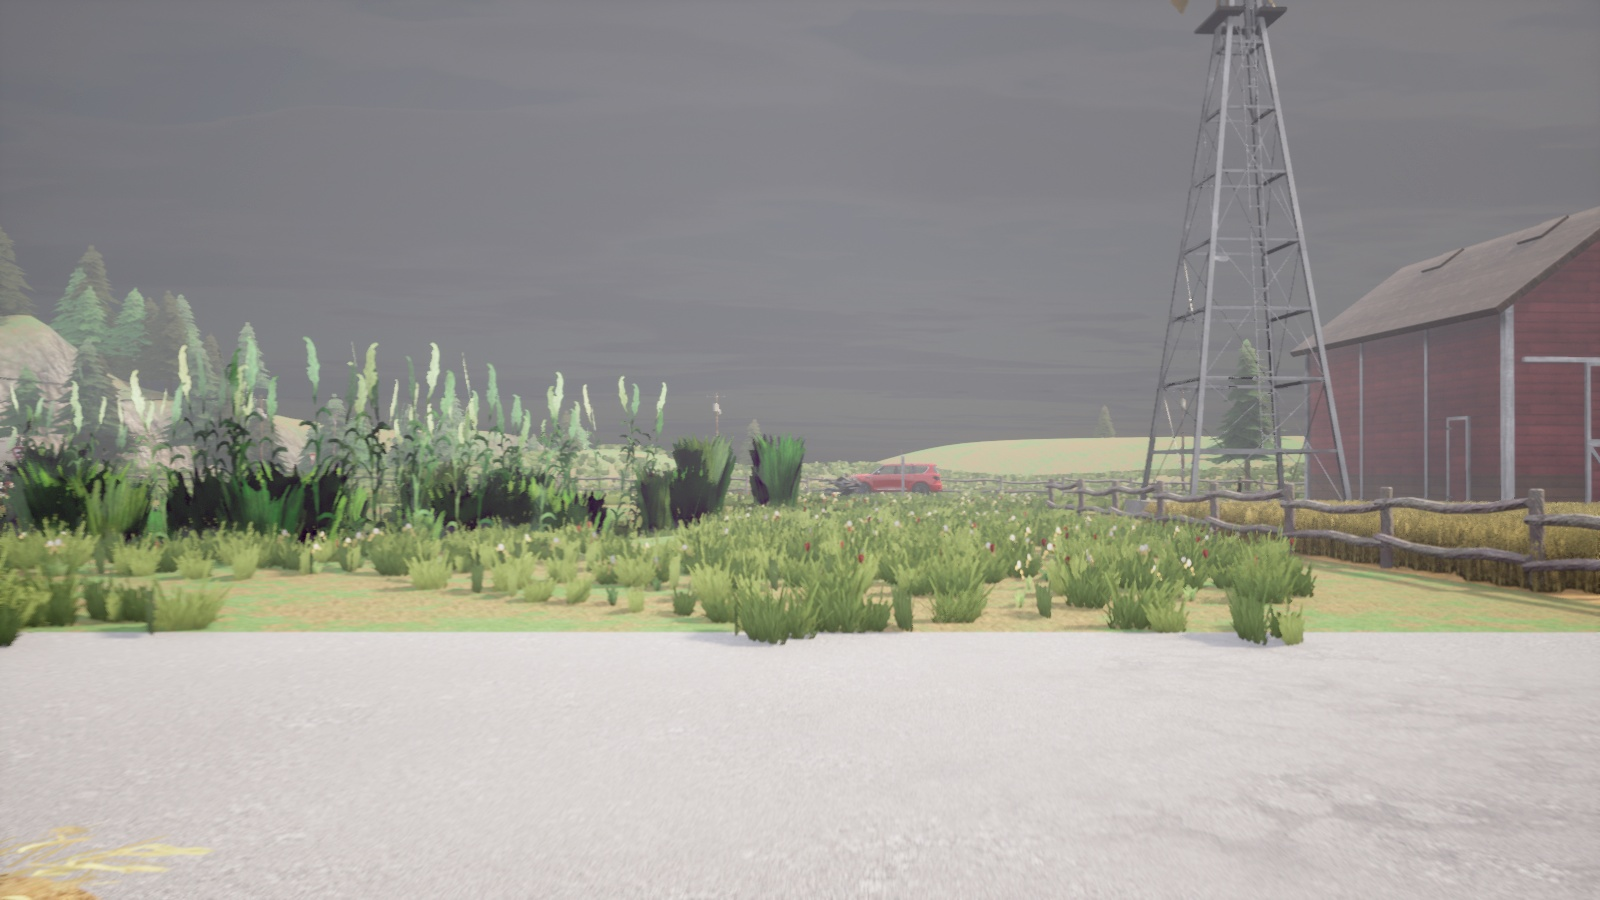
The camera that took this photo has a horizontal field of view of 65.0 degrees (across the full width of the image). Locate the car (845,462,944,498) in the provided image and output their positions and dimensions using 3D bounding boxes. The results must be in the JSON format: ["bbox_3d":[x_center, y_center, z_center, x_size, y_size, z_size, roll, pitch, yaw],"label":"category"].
[{"bbox_3d":[5.372,1.716,71.799,5.566,2.045,2.150,0,-1,4],"label":"car"}]

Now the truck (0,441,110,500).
[{"bbox_3d":[-46.186,1.266,75.528,7.936,3.462,2.891,0,-1,4],"label":"truck"}]

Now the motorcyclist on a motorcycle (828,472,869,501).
[{"bbox_3d":[2.654,1.991,68.772,2.191,1.530,0.866,0,-1,4],"label":"motorcyclist on a motorcycle"}]
